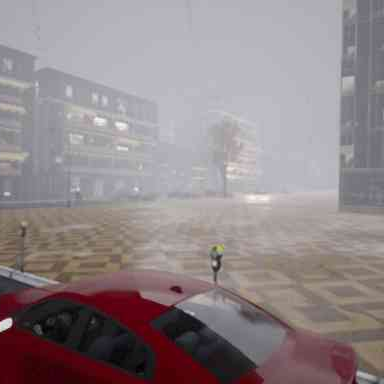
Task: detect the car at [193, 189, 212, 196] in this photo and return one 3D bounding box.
[{"bbox_3d":[2.372,0.028,71.701,1.752,1.417,4.829,3,2,35],"label":"car"}]

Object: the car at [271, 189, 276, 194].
[{"bbox_3d":[18.888,-0.033,80.773,2.008,1.369,4.403,2,2,35],"label":"car"}]

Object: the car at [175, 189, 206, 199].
[{"bbox_3d":[-0.192,0.486,53.344,2.008,1.369,4.403,2,2,35],"label":"car"}]

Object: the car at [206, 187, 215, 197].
[{"bbox_3d":[4.232,0.202,64.432,1.837,1.490,4.892,1,2,35],"label":"car"}]

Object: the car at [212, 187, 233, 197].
[{"bbox_3d":[6.266,0.284,62.626,1.752,1.417,4.829,2,2,35],"label":"car"}]

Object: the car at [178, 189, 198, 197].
[{"bbox_3d":[-0.711,0.153,67.271,1.947,1.339,4.313,3,2,35],"label":"car"}]

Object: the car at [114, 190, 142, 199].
[{"bbox_3d":[-10.251,0.414,53.556,1.947,1.339,4.313,3,2,35],"label":"car"}]

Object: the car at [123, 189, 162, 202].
[{"bbox_3d":[-6.553,0.661,44.200,2.008,1.369,4.403,3,2,35],"label":"car"}]

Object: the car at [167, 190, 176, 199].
[{"bbox_3d":[-2.075,0.349,55.287,1.882,1.535,5.008,1,2,36],"label":"car"}]

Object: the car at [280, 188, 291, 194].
[{"bbox_3d":[25.250,-0.315,89.914,1.967,1.590,4.097,2,2,35],"label":"car"}]

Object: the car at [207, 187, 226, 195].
[{"bbox_3d":[5.655,-0.271,76.406,2.192,1.841,5.009,3,2,35],"label":"car"}]

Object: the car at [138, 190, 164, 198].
[{"bbox_3d":[-7.071,0.312,58.127,2.008,1.369,4.403,3,2,35],"label":"car"}]

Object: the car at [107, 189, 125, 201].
[{"bbox_3d":[-10.341,0.316,48.887,2.097,1.767,4.553,1,2,35],"label":"car"}]

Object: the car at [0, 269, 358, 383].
[{"bbox_3d":[-0.750,1.513,3.405,4.507,1.381,1.887,1,1,36],"label":"car"}]

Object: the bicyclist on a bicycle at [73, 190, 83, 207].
[{"bbox_3d":[-11.141,0.666,32.452,1.656,1.620,0.582,1,1,35],"label":"bicyclist on a bicycle"}]

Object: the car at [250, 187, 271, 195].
[{"bbox_3d":[15.708,0.053,76.203,2.008,1.369,4.403,2,2,35],"label":"car"}]

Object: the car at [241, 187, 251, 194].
[{"bbox_3d":[15.194,-0.529,90.120,2.192,1.841,5.009,3,2,35],"label":"car"}]
